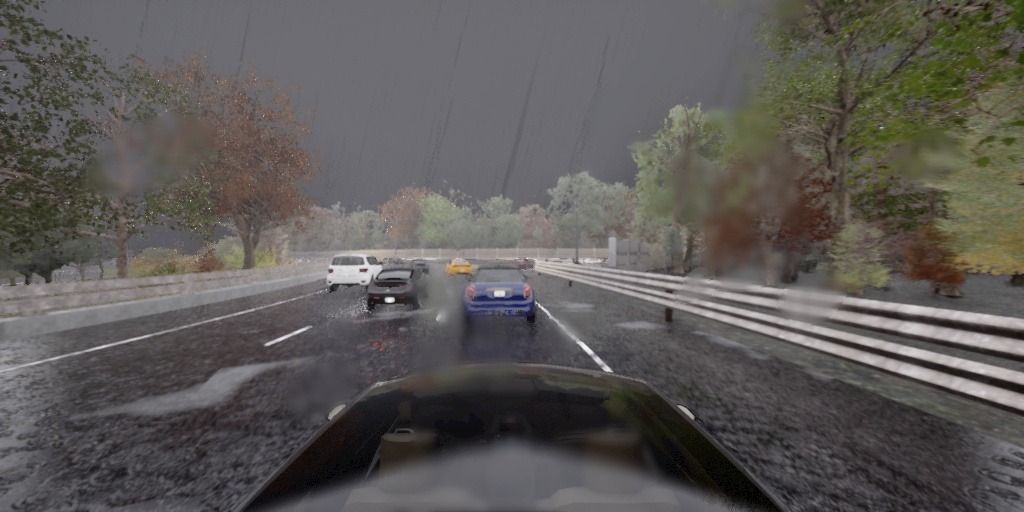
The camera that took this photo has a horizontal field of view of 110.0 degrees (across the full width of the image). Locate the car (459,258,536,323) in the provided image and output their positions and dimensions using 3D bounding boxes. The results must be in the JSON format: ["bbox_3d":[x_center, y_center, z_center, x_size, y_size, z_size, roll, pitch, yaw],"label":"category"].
[{"bbox_3d":[-0.489,1.051,12.039,2.097,1.767,4.553,0,0,-4],"label":"car"}]

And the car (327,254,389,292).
[{"bbox_3d":[-8.896,0.903,20.829,2.150,2.045,5.566,0,0,-10],"label":"car"}]

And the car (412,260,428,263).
[{"bbox_3d":[-9.227,1.111,35.683,1.837,1.490,4.892,0,0,-18],"label":"car"}]

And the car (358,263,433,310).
[{"bbox_3d":[-4.385,1.205,14.382,1.837,1.490,4.892,0,0,-7],"label":"car"}]

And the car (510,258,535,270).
[{"bbox_3d":[1.452,1.038,47.048,1.812,1.442,4.674,0,0,22],"label":"car"}]

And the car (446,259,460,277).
[{"bbox_3d":[-5.077,1.080,33.881,1.882,1.535,5.008,0,0,-17],"label":"car"}]
